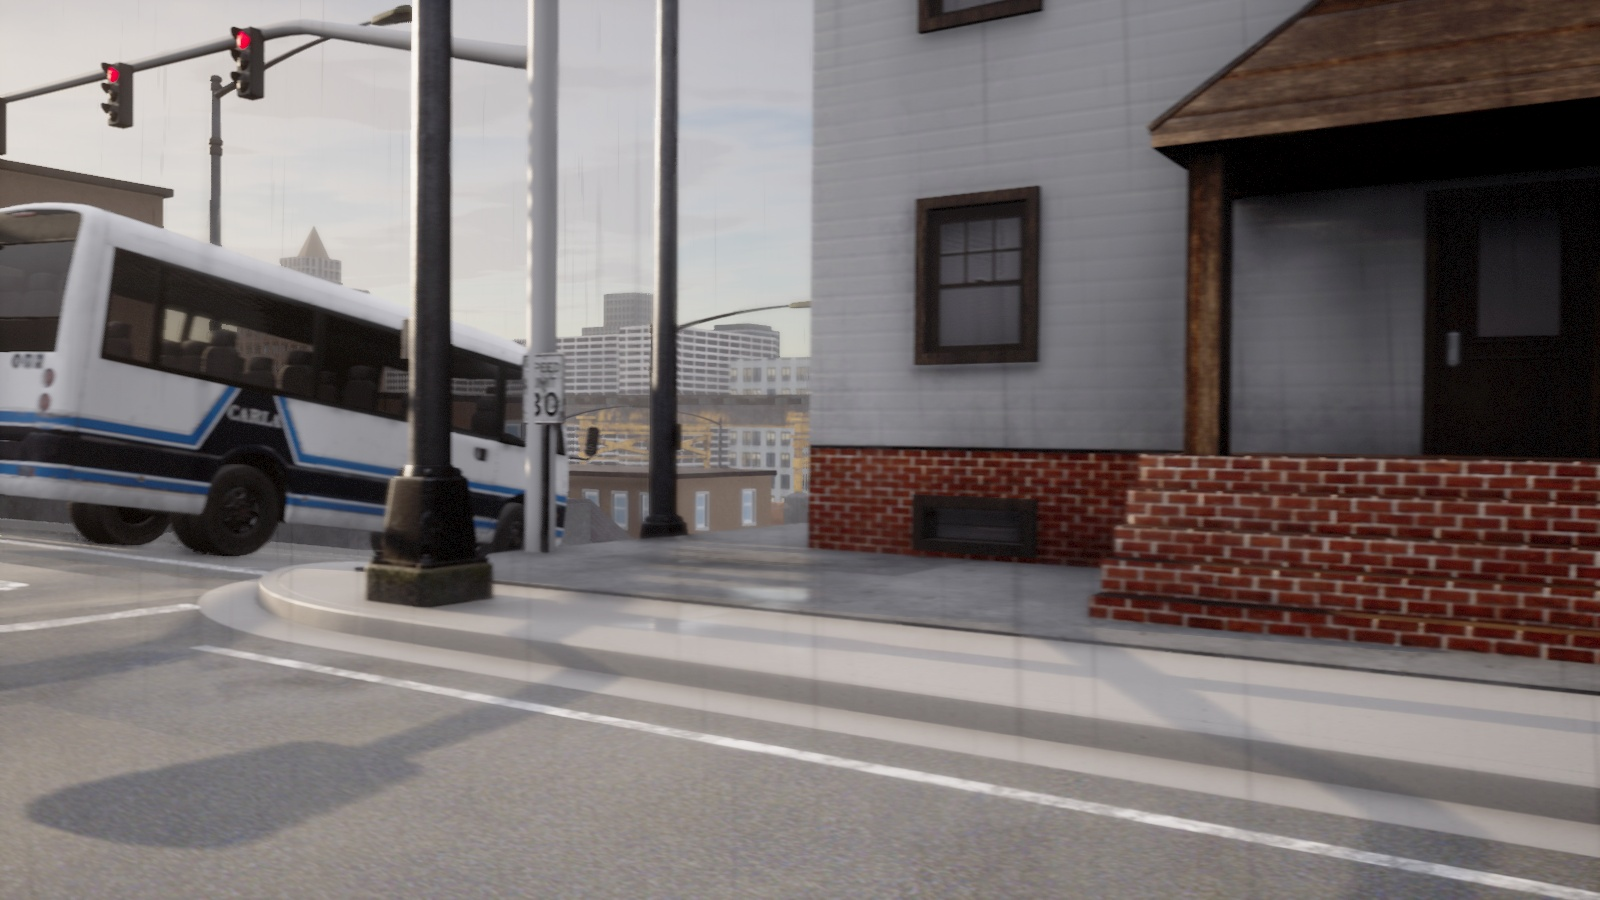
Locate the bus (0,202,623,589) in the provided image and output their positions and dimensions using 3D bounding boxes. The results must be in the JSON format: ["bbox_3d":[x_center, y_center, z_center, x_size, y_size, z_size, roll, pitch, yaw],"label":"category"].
[{"bbox_3d":[-7.642,-0.211,20.036,3.944,4.253,10.273,1,-7,28],"label":"bus"}]
